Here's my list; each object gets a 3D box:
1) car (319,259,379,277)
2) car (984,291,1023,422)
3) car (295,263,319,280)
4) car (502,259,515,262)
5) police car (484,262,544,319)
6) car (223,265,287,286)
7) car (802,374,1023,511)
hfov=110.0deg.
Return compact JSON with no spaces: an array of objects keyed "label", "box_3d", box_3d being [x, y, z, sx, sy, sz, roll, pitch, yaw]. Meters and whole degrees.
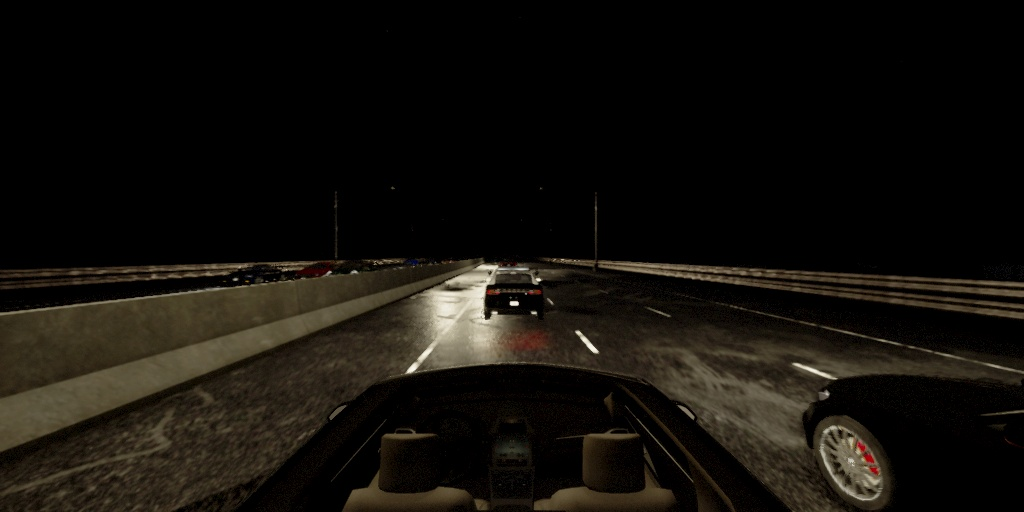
[{"label":"car","box_3d":[-10.764,1.101,24.443,2.097,1.767,4.553,0,0,-1]},{"label":"car","box_3d":[7.092,1.225,2.170,1.882,1.535,5.008,0,0,0]},{"label":"car","box_3d":[-14.300,1.226,27.114,1.882,1.535,5.008,0,0,-1]},{"label":"car","box_3d":[-0.405,1.086,42.814,2.097,1.767,4.553,0,0,-1]},{"label":"police car","box_3d":[0.050,1.175,13.015,1.930,1.638,5.238,0,0,0]},{"label":"car","box_3d":[-17.772,1.315,25.015,1.994,1.385,4.181,0,0,-1]},{"label":"car","box_3d":[3.594,1.275,1.328,1.812,1.442,4.674,0,0,0]}]
